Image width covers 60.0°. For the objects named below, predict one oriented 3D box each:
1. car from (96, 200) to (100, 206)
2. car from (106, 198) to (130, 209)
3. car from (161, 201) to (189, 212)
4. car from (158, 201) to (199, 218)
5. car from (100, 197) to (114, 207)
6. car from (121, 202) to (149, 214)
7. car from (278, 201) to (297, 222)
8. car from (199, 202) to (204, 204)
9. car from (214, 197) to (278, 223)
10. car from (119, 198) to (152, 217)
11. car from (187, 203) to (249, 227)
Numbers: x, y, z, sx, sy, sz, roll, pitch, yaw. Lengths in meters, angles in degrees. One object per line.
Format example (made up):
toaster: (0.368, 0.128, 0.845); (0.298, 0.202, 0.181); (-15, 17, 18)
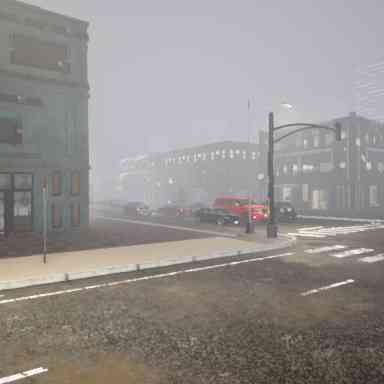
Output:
car: (-18.453, 2.226, 68.720); (1.887, 1.381, 4.507); (-1, 0, -35)
car: (-12.205, 2.155, 55.464); (1.895, 1.301, 4.718); (-1, 0, -35)
car: (-2.429, 1.965, 46.155); (1.802, 1.307, 4.206); (-2, 0, -35)
car: (-1.718, 1.936, 35.168); (1.895, 1.301, 4.718); (-1, 0, -35)
car: (-15.254, 1.938, 64.207); (2.192, 1.841, 5.009); (-1, 0, -35)
car: (-7.432, 2.011, 43.235); (1.994, 1.385, 4.181); (-1, 0, -35)
car: (6.687, 1.539, 28.751); (2.097, 1.767, 4.553); (-1, 0, -35)
car: (0.775, 1.903, 41.643); (1.802, 1.307, 4.206); (-2, 0, -35)
car: (3.933, 1.445, 27.199); (2.150, 2.045, 5.566); (-1, 0, -35)
car: (-6.060, 1.845, 36.788); (1.967, 1.590, 4.097); (-1, 0, -35)
car: (1.878, 1.814, 25.404); (1.947, 1.339, 4.313); (-1, 0, -35)
